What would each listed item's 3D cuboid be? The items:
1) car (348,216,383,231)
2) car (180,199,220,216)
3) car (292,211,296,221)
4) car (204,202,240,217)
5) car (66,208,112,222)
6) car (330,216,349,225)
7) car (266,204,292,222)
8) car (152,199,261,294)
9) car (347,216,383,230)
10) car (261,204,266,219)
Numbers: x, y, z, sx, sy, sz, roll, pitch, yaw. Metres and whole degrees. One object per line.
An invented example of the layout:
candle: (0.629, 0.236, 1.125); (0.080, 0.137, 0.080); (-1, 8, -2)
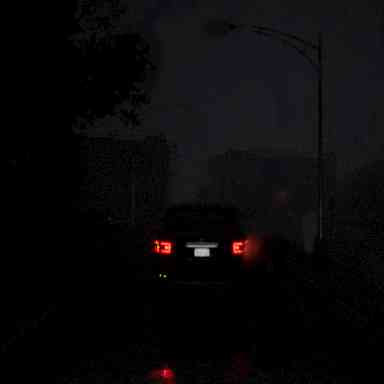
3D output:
car: (20.241, 3.529, 36.372); (5.008, 1.535, 1.882); (6, -2, -13)
car: (0.945, 1.899, 41.827); (2.435, 2.045, 5.566); (1, -2, -31)
car: (12.574, 3.114, 44.441); (1.946, 1.575, 5.366); (6, -3, -31)
car: (3.811, 2.183, 42.482); (2.185, 1.767, 4.553); (4, -3, -32)
car: (-10.661, 2.284, 32.778); (5.357, 1.411, 2.033); (-2, -1, 9)
car: (21.514, 4.001, 46.023); (2.002, 1.452, 4.674); (6, -3, -31)
car: (9.757, 2.586, 43.673); (2.435, 2.045, 5.566); (7, -3, -32)
car: (0.232, 1.316, 9.150); (2.150, 2.045, 5.566); (0, -1, 1)
car: (24.473, 4.283, 46.604); (2.002, 1.452, 4.674); (7, -3, -31)
car: (6.773, 2.427, 43.048); (2.185, 1.767, 4.553); (6, -3, -32)
